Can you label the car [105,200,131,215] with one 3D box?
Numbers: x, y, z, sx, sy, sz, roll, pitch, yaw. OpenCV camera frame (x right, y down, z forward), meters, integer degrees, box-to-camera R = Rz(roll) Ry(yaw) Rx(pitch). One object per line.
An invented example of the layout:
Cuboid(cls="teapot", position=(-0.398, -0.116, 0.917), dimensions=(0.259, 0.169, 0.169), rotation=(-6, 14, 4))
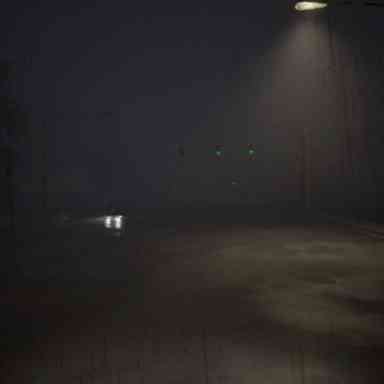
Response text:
Cuboid(cls="car", position=(-8.013, 1.666, 36.477), dimensions=(2.128, 1.511, 4.902), rotation=(-1, 0, 4))
